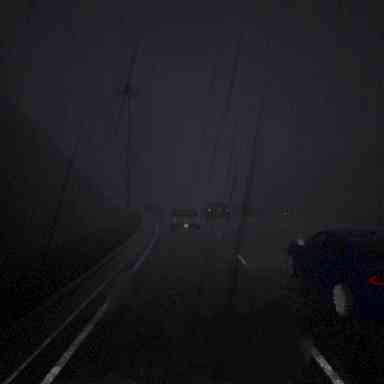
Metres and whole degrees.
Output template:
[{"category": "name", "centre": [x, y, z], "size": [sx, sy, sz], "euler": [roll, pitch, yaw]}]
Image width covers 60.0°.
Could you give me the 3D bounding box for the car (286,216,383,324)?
[{"category": "car", "centre": [3.598, 1.546, 7.424], "size": [1.882, 1.535, 5.008], "euler": [0, 0, 0]}]

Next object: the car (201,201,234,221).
[{"category": "car", "centre": [1.959, 1.627, 30.280], "size": [2.097, 1.767, 4.553], "euler": [0, -1, -9]}]

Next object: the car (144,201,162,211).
[{"category": "car", "centre": [-5.528, 1.994, 47.193], "size": [1.994, 1.385, 4.181], "euler": [0, -1, -18]}]

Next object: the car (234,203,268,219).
[{"category": "car", "centre": [5.250, 1.770, 32.125], "size": [1.882, 1.535, 5.008], "euler": [0, 0, -9]}]

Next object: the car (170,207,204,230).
[{"category": "car", "centre": [-0.568, 1.808, 22.703], "size": [1.895, 1.301, 4.718], "euler": [0, -1, -5]}]

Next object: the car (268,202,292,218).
[{"category": "car", "centre": [8.464, 1.816, 34.073], "size": [1.837, 1.490, 4.892], "euler": [1, 0, -10]}]
